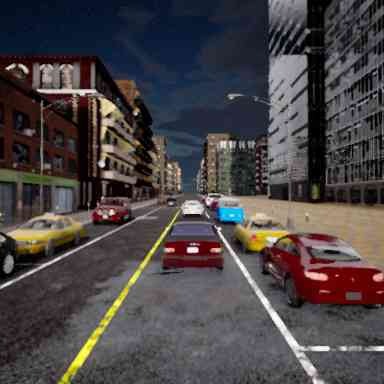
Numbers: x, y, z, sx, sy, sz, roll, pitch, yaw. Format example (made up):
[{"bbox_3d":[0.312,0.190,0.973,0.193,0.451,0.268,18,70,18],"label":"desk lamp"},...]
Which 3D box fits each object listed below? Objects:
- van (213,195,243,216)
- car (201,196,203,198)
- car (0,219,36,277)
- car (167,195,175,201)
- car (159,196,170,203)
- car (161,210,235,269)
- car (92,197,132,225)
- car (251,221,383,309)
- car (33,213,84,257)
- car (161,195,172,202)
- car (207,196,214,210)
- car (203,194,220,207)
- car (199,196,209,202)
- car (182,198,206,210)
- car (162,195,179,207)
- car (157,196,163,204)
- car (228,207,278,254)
[{"bbox_3d":[2.697,1.346,24.329,1.690,1.788,3.998,1,0,0],"label":"van"},{"bbox_3d":[2.684,1.565,63.316,1.887,1.381,4.507,1,0,0],"label":"car"},{"bbox_3d":[-5.681,1.552,7.617,2.008,1.369,4.403,1,0,0],"label":"car"},{"bbox_3d":[-5.704,1.617,91.164,1.802,1.307,4.206,1,0,0],"label":"car"},{"bbox_3d":[-5.698,1.589,68.885,1.947,1.339,4.313,1,0,0],"label":"car"},{"bbox_3d":[0.041,1.550,11.103,2.033,1.411,5.357,0,0,0],"label":"car"},{"bbox_3d":[-5.682,1.320,24.327,2.192,1.841,5.009,1,0,0],"label":"car"},{"bbox_3d":[2.699,1.583,7.619,1.802,1.307,4.206,1,0,0],"label":"car"},{"bbox_3d":[-5.682,1.527,13.018,1.752,1.417,4.829,1,0,0],"label":"car"},{"bbox_3d":[-5.698,1.466,74.455,1.967,1.590,4.097,1,0,0],"label":"car"},{"bbox_3d":[3.137,1.536,40.386,1.812,1.442,4.674,0,0,0],"label":"car"},{"bbox_3d":[3.093,1.242,47.417,2.150,2.045,5.566,0,0,0],"label":"car"},{"bbox_3d":[2.681,1.577,74.456,2.008,1.369,4.403,1,0,0],"label":"car"},{"bbox_3d":[0.067,1.533,30.931,1.812,1.442,4.674,0,0,0],"label":"car"},{"bbox_3d":[-3.096,1.541,51.534,1.812,1.442,4.674,0,0,0],"label":"car"},{"bbox_3d":[-5.696,1.565,63.315,1.887,1.381,4.507,1,0,0],"label":"car"},{"bbox_3d":[2.698,1.528,13.358,1.752,1.417,4.829,1,0,0],"label":"car"}]
